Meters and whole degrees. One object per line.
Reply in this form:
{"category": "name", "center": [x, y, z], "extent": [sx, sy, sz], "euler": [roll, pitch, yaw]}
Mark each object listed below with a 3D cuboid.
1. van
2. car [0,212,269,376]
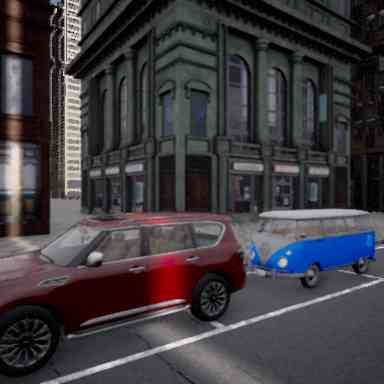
{"category": "van", "center": [3.328, 1.371, 9.029], "extent": [3.998, 1.788, 1.690], "euler": [0, 0, -36]}
{"category": "car", "center": [-1.259, 1.326, 5.754], "extent": [5.009, 1.841, 2.192], "euler": [0, 0, -36]}
